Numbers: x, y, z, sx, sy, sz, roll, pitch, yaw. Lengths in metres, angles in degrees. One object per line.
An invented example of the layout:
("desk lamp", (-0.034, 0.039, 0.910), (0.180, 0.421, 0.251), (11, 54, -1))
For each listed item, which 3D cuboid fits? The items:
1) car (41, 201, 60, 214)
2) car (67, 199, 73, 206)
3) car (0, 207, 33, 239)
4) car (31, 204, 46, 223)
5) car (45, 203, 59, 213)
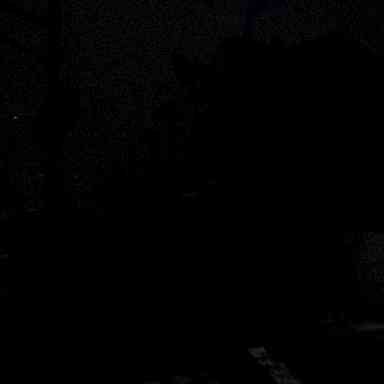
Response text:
("car", (-18.910, 2.077, 44.501), (1.967, 1.590, 4.097), (0, -1, -18))
("car", (-32.781, 2.601, 86.528), (2.192, 1.841, 5.009), (0, -1, -18))
("car", (-10.240, 1.777, 18.234), (1.887, 1.381, 4.507), (0, -1, -18))
("car", (-13.707, 1.976, 28.740), (1.802, 1.307, 4.206), (0, -1, -18))
("car", (-17.175, 2.101, 39.247), (1.887, 1.381, 4.507), (0, -1, -18))
